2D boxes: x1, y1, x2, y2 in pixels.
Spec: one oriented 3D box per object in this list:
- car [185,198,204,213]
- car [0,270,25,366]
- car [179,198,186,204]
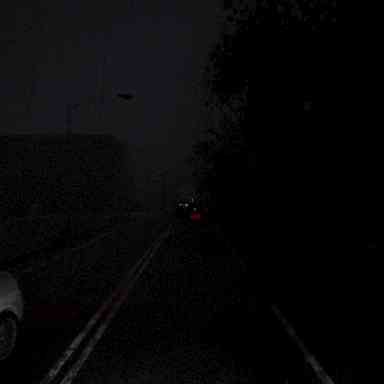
[{"bbox_3d":[0.413,1.893,42.901,1.837,1.490,4.892,0,0,1],"label":"car"},{"bbox_3d":[-3.349,1.543,3.102,1.812,1.442,4.674,0,0,0],"label":"car"},{"bbox_3d":[-1.928,2.139,79.523,1.994,1.385,4.181,0,0,2],"label":"car"}]
